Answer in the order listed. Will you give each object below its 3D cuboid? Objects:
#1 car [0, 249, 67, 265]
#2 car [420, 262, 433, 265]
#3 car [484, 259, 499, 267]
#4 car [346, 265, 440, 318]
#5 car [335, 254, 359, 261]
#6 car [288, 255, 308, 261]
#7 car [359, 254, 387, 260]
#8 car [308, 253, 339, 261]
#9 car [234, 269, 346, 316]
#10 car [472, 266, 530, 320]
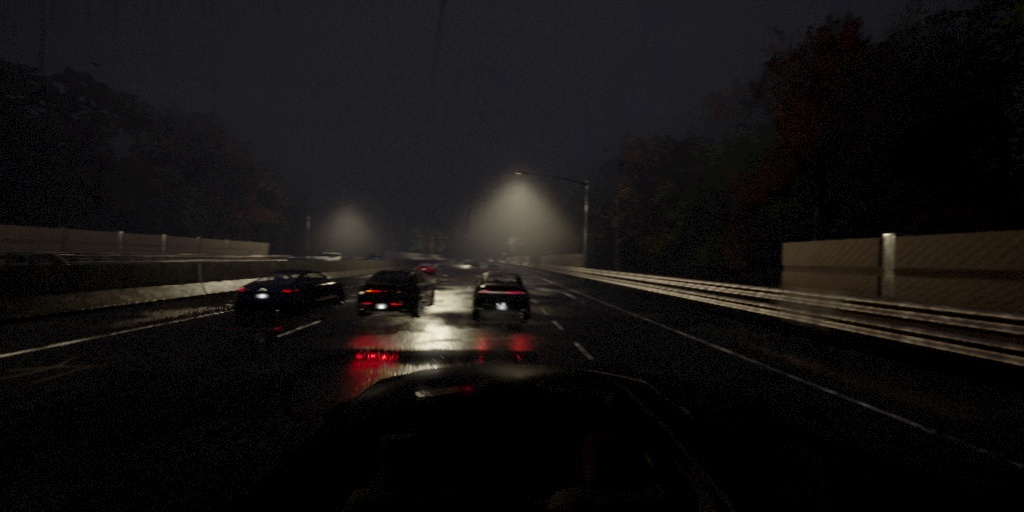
[{"bbox_3d":[-17.972,0.573,12.084,2.097,1.767,4.553,2,-1,-3],"label":"car"},{"bbox_3d":[-8.841,1.349,37.681,1.994,1.385,4.181,2,-1,-3],"label":"car"},{"bbox_3d":[-3.254,1.710,62.535,2.128,1.511,4.902,2,-1,-3],"label":"car"},{"bbox_3d":[-3.914,1.225,12.809,1.837,1.490,4.892,2,-1,-3],"label":"car"},{"bbox_3d":[-23.777,0.905,53.373,2.128,1.511,4.902,2,-1,-3],"label":"car"},{"bbox_3d":[-30.716,0.655,52.279,2.128,1.511,4.902,2,-1,-3],"label":"car"},{"bbox_3d":[-20.266,0.764,53.381,2.150,2.045,5.566,2,-1,-3],"label":"car"},{"bbox_3d":[-27.240,0.516,52.953,2.150,2.045,5.566,2,-1,-3],"label":"car"},{"bbox_3d":[-7.400,1.158,12.464,1.994,1.385,4.181,2,-1,-3],"label":"car"},{"bbox_3d":[-0.432,1.335,13.163,2.128,1.511,4.902,2,-1,-3],"label":"car"}]
